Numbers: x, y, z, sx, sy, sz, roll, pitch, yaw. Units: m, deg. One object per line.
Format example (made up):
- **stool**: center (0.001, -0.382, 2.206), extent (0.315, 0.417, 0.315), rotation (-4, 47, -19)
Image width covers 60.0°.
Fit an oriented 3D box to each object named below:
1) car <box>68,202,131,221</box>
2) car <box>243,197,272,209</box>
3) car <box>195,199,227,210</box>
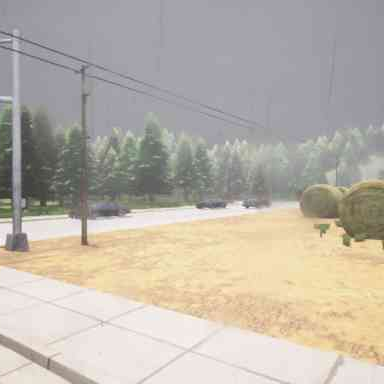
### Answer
- **car**: center (-7.512, 1.533, 27.718), extent (2.033, 1.411, 5.357), rotation (0, 0, 37)
- **car**: center (8.502, 1.411, 43.083), extent (2.033, 1.411, 5.357), rotation (0, 0, 37)
- **car**: center (2.410, 1.499, 41.060), extent (1.895, 1.301, 4.718), rotation (0, 0, 37)
